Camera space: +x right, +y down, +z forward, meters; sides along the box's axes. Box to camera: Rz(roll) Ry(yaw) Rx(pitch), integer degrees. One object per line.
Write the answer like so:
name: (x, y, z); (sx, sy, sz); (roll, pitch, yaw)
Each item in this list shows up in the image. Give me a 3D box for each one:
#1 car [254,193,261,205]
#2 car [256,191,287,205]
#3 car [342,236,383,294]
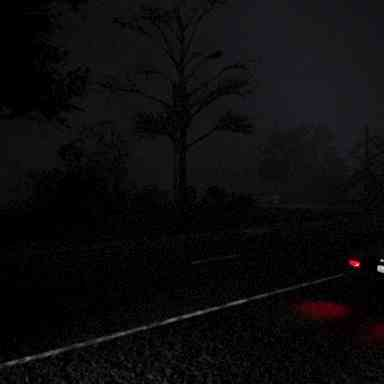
car: (7.764, 1.287, 49.273); (1.994, 1.385, 4.181); (-1, 0, -26)
car: (11.533, 0.906, 49.438); (2.150, 2.045, 5.566); (-1, 0, -26)
car: (5.646, 1.464, 7.620); (5.357, 1.411, 2.033); (-1, 0, -35)
